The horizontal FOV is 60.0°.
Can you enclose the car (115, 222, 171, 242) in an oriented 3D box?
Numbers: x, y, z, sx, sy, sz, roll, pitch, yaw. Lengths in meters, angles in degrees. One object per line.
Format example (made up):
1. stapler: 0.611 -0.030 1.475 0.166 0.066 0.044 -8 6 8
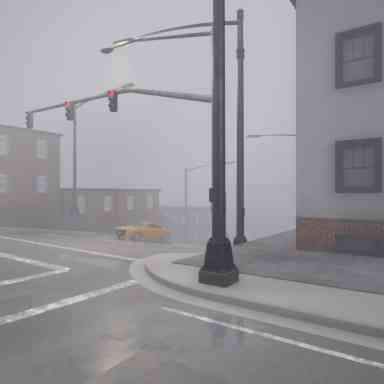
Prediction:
1. car: -3.704 3.032 25.794 1.882 1.535 5.008 0 -9 36
